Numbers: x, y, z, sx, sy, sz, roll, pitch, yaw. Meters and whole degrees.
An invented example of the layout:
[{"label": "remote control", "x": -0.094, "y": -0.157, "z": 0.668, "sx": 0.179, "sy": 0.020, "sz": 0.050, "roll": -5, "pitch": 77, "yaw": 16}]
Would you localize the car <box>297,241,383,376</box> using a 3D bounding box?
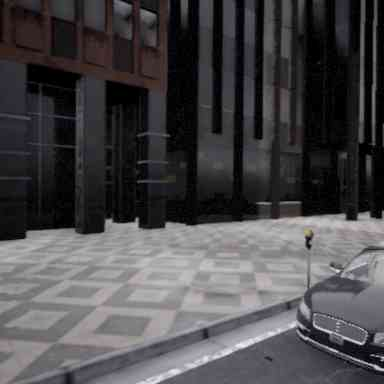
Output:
[{"label": "car", "x": 3.452, "y": 1.511, "z": 5.264, "sx": 4.403, "sy": 1.369, "sz": 2.008, "roll": 0, "pitch": 1, "yaw": -37}]
